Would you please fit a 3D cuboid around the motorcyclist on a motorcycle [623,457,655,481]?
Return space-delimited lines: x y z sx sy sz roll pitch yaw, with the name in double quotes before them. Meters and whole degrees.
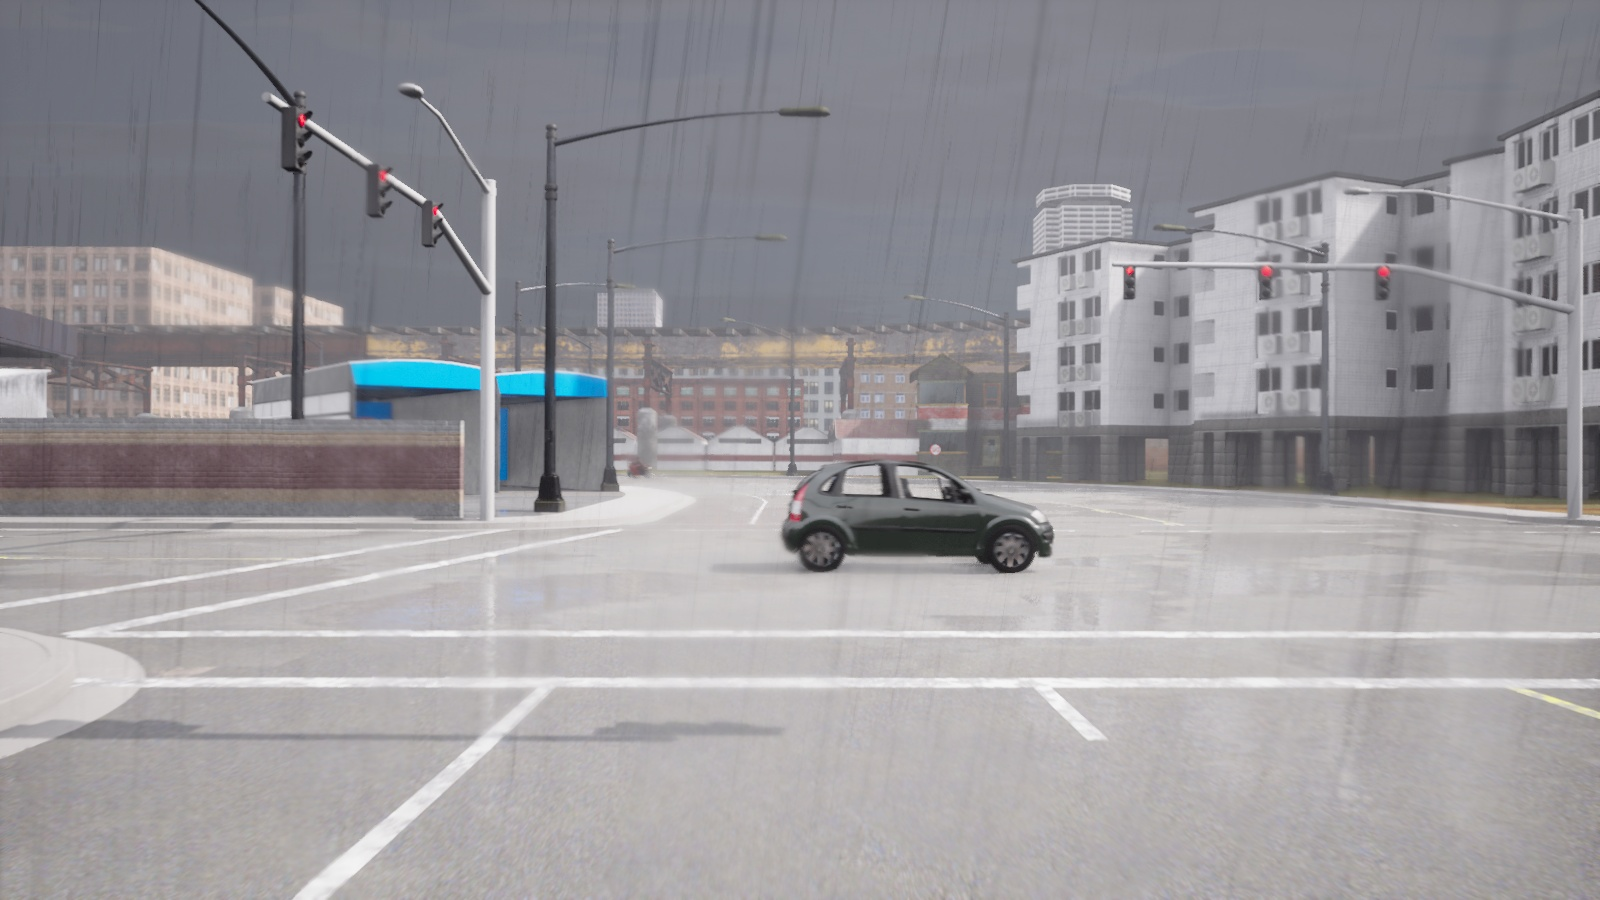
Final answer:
"motorcyclist on a motorcycle" -10.902 1.283 84.837 2.044 1.523 0.797 0 4 32

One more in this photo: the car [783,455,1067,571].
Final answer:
"car" 1.758 0.897 18.659 3.988 1.617 1.851 0 0 -1
